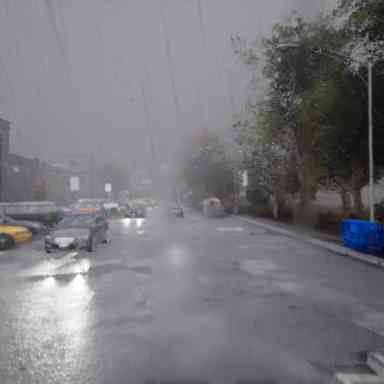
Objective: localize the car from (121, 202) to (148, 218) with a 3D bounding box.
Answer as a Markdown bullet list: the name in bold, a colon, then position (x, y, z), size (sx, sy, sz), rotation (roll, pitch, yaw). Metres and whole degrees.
- **car**: position (-6.078, 2.097, 36.080), size (1.994, 1.385, 4.181), rotation (0, -1, -3)

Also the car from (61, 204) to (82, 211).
- **car**: position (-10.701, 1.890, 23.536), size (5.008, 1.535, 2.097), rotation (-1, 0, -23)

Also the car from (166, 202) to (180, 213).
- **car**: position (-2.732, 2.227, 47.830), size (1.994, 1.385, 4.181), rotation (0, -1, -3)

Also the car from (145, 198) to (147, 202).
- **car**: position (-13.703, 2.723, 77.552), size (5.366, 1.575, 1.946), rotation (-1, -1, -24)

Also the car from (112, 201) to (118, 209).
- **car**: position (-11.556, 2.127, 38.545), size (4.792, 1.488, 2.163), rotation (-1, -1, -23)

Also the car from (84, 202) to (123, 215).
- **car**: position (-11.897, 2.215, 44.536), size (4.792, 1.488, 2.163), rotation (-1, -1, -23)

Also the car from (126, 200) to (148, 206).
- **car**: position (-14.806, 2.927, 89.392), size (5.366, 1.575, 1.946), rotation (-1, 0, -24)

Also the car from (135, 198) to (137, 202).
- **car**: position (-12.823, 2.297, 59.500), size (4.553, 1.767, 2.185), rotation (-1, -1, -23)

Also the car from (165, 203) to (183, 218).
- **car**: position (-1.978, 2.056, 36.292), size (1.994, 1.385, 4.181), rotation (0, -1, -4)

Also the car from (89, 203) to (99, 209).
- **car**: position (-11.062, 2.011, 29.536), size (4.674, 1.452, 2.002), rotation (-1, -1, -23)

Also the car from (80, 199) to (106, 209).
- **car**: position (-11.206, 1.886, 32.543), size (4.553, 1.767, 2.185), rotation (-1, -1, -23)

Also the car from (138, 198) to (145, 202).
- **car**: position (-13.695, 2.678, 74.482), size (4.892, 1.521, 2.231), rotation (-1, -1, -24)

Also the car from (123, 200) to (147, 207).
- **car**: position (-13.890, 2.775, 80.547), size (5.366, 1.575, 1.946), rotation (-1, -1, -24)

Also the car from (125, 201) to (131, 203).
- **car**: position (-11.928, 2.225, 47.598), size (5.366, 1.575, 1.946), rotation (-1, -1, -23)

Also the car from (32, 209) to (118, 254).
- **car**: position (-4.885, 1.728, 14.722), size (2.128, 1.511, 4.902), rotation (0, -1, -3)

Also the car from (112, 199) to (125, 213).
- **car**: position (-11.734, 1.890, 41.544), size (5.566, 2.045, 2.435), rotation (-1, -1, -23)

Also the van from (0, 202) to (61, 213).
- **van**: position (-10.640, 1.626, 20.492), size (4.442, 1.987, 1.878), rotation (-1, 0, -23)

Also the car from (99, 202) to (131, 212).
- **car**: position (-12.438, 2.365, 53.512), size (4.674, 1.452, 2.002), rotation (-1, -1, -23)

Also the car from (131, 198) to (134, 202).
- **car**: position (-12.263, 2.027, 50.544), size (5.566, 2.045, 2.435), rotation (-1, -1, -23)

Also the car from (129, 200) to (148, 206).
- **car**: position (-14.851, 2.948, 92.463), size (5.008, 1.535, 2.097), rotation (-1, -1, -24)

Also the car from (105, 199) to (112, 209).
- **car**: position (-11.379, 1.928, 35.539), size (4.553, 1.767, 2.185), rotation (-1, -1, -23)

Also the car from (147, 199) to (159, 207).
- **car**: position (-8.230, 2.567, 72.130), size (1.812, 1.442, 4.674), rotation (0, -1, -3)

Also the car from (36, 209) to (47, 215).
- **car**: position (-10.354, 1.849, 17.544), size (4.674, 1.452, 2.002), rotation (-1, -1, -24)

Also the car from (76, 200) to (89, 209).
- **car**: position (-10.920, 1.805, 26.533), size (4.553, 1.767, 2.185), rotation (-1, -1, -23)

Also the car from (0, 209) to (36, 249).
- **car**: position (-9.995, 1.763, 14.619), size (5.366, 1.575, 1.946), rotation (-1, -1, -24)

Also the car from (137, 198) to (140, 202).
- **car**: position (-12.938, 2.500, 62.515), size (4.792, 1.488, 2.163), rotation (-1, -1, -23)
